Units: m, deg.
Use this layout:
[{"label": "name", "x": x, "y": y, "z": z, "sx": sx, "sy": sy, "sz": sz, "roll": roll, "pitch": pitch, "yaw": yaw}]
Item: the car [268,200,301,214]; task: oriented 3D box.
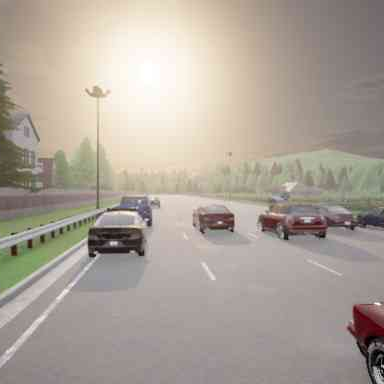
[{"label": "car", "x": 9.964, "y": 1.591, "z": 36.180, "sx": 1.895, "sy": 1.301, "sz": 4.718, "roll": 0, "pitch": 0, "yaw": -6}]

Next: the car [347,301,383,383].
[{"label": "car", "x": 3.116, "y": 1.600, "z": 2.164, "sx": 1.895, "sy": 1.301, "sz": 4.718, "roll": 0, "pitch": 0, "yaw": -6}]

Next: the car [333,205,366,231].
[{"label": "car", "x": 8.175, "y": 1.520, "z": 20.320, "sx": 1.812, "sy": 1.442, "sz": 4.674, "roll": 0, "pitch": 0, "yaw": -6}]

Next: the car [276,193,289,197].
[{"label": "car", "x": 16.083, "y": 1.195, "z": 61.404, "sx": 3.866, "sy": 1.878, "sz": 1.905, "roll": 0, "pitch": 0, "yaw": -6}]

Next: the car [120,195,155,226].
[{"label": "car", "x": -3.830, "y": 1.218, "z": 22.936, "sx": 2.150, "sy": 2.045, "sz": 5.566, "roll": 0, "pitch": 0, "yaw": -6}]

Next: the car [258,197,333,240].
[{"label": "car", "x": 4.997, "y": 1.347, "z": 17.192, "sx": 2.097, "sy": 1.767, "sz": 4.553, "roll": 0, "pitch": 0, "yaw": -6}]

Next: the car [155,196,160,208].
[{"label": "car", "x": -5.561, "y": 1.479, "z": 48.481, "sx": 2.128, "sy": 1.511, "sz": 4.902, "roll": 0, "pitch": 0, "yaw": -6}]

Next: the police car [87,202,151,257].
[{"label": "police car", "x": -2.753, "y": 1.422, "z": 13.075, "sx": 1.930, "sy": 1.638, "sz": 5.238, "roll": 0, "pitch": 0, "yaw": -6}]

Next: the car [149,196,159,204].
[{"label": "car", "x": -7.190, "y": 1.488, "z": 63.401, "sx": 1.837, "sy": 1.490, "sz": 4.892, "roll": 0, "pitch": 0, "yaw": -6}]

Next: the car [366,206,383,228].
[{"label": "car", "x": 11.777, "y": 1.541, "z": 19.583, "sx": 2.033, "sy": 1.411, "sz": 5.357, "roll": 0, "pitch": 0, "yaw": -6}]

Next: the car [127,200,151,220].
[{"label": "car", "x": -4.478, "y": 1.498, "z": 28.871, "sx": 1.837, "sy": 1.490, "sz": 4.892, "roll": 0, "pitch": 0, "yaw": -6}]

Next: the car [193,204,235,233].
[{"label": "car", "x": 1.183, "y": 1.472, "z": 19.872, "sx": 1.882, "sy": 1.535, "sz": 5.008, "roll": 0, "pitch": 0, "yaw": -6}]
